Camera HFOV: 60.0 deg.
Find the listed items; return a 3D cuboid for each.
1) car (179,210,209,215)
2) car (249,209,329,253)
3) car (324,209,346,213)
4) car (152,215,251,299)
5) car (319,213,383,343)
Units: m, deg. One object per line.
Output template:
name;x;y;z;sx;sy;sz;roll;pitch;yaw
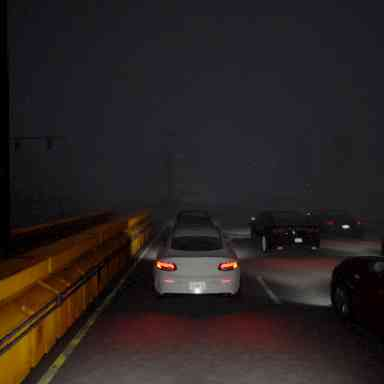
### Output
car;0.086;1.601;17.426;1.895;1.301;4.718;0;0;0
car;3.589;1.478;13.700;1.882;1.535;5.008;0;0;0
car;7.085;1.564;17.315;1.994;1.385;4.181;0;0;0
car;0.093;1.526;8.304;1.812;1.442;4.674;0;0;0
car;3.594;1.351;4.278;2.097;1.767;4.553;0;0;0
